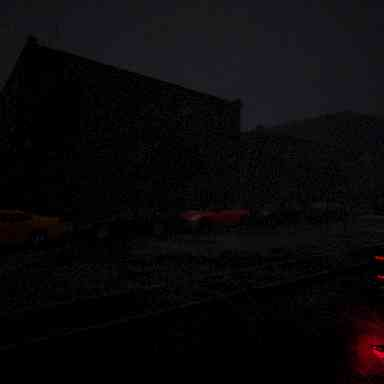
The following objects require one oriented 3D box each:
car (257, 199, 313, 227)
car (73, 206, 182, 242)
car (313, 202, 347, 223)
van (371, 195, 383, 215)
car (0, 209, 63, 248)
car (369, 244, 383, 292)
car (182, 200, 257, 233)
[{"bbox_3d":[5.748,1.349,22.721,4.553,1.767,2.185,0,0,-36],"label":"car"},{"bbox_3d":[-3.255,1.462,16.268,4.892,1.521,2.231,0,0,-36],"label":"car"},{"bbox_3d":[10.316,1.522,25.997,4.674,1.452,2.002,0,0,-36],"label":"car"},{"bbox_3d":[19.200,1.270,32.366,4.442,1.987,1.878,0,0,-36],"label":"van"},{"bbox_3d":[-7.745,1.453,13.048,5.008,1.535,2.097,0,0,-36],"label":"car"},{"bbox_3d":[5.978,1.515,7.702,4.892,1.490,1.837,0,0,-35],"label":"car"},{"bbox_3d":[1.257,1.342,19.502,4.553,1.767,2.185,0,0,-36],"label":"car"}]
